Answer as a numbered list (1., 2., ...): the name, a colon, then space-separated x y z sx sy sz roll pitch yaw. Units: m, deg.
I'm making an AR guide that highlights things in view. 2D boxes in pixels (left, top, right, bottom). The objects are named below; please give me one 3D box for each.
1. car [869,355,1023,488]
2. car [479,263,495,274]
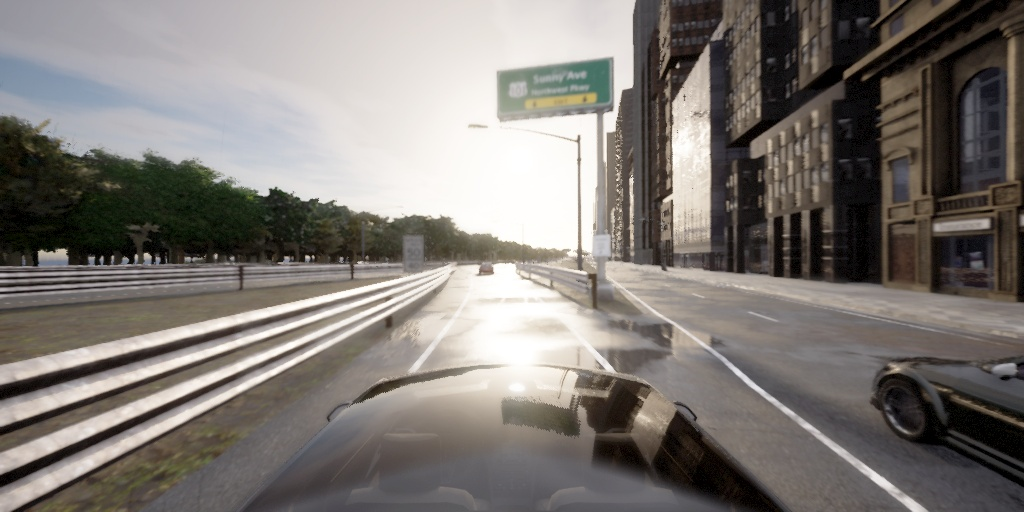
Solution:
1. car: 5.160 1.391 2.667 1.994 1.385 4.181 0 0 11
2. car: -3.236 1.567 45.793 1.994 1.385 4.181 0 0 -3
